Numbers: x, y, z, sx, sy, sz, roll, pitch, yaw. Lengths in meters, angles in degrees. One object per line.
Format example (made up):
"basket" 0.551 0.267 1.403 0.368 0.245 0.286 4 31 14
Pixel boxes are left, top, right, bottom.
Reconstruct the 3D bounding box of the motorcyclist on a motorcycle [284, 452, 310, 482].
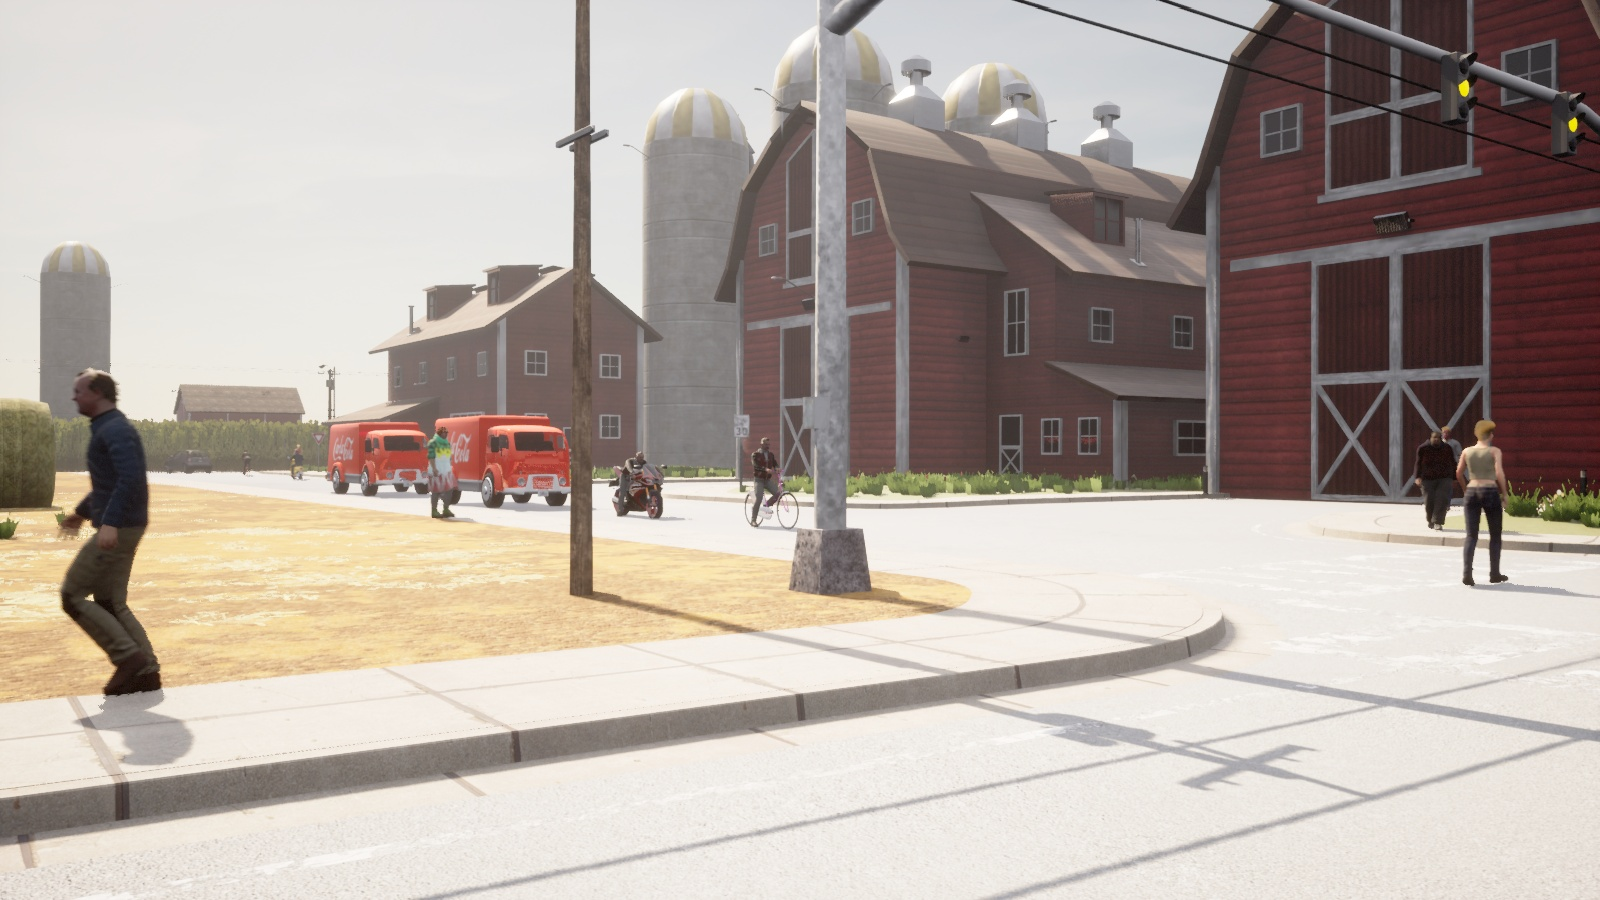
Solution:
"motorcyclist on a motorcycle" -26.474 0.889 66.055 0.866 1.590 1.817 0 0 -36

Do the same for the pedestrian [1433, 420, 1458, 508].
"pedestrian" 13.673 0.292 26.603 0.354 1.836 0.706 0 0 36

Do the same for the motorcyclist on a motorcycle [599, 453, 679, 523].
"motorcyclist on a motorcycle" -3.680 0.831 28.562 0.866 1.530 2.191 0 0 -36

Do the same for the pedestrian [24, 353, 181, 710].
"pedestrian" -3.768 0.418 6.819 0.726 1.842 0.402 0 0 -27

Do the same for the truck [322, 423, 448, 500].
"truck" -14.410 0.349 43.388 2.627 2.467 5.204 -1 1 -36

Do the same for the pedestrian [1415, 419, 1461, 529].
"pedestrian" 10.901 0.401 21.482 0.634 1.844 0.899 0 0 23

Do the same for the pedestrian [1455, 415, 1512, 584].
"pedestrian" 7.621 0.538 13.995 0.594 1.836 0.345 0 0 -39

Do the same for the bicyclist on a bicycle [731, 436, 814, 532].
"bicyclist on a bicycle" -0.547 0.644 24.227 0.659 1.776 1.843 0 -1 -36

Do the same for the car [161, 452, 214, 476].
"car" -42.145 0.931 86.382 3.988 1.617 1.851 0 0 40

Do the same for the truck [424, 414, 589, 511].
"truck" -8.225 0.334 34.843 2.627 2.467 5.204 0 0 -36

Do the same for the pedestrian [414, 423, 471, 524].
"pedestrian" -7.093 0.455 24.905 0.873 1.952 0.659 0 0 25
